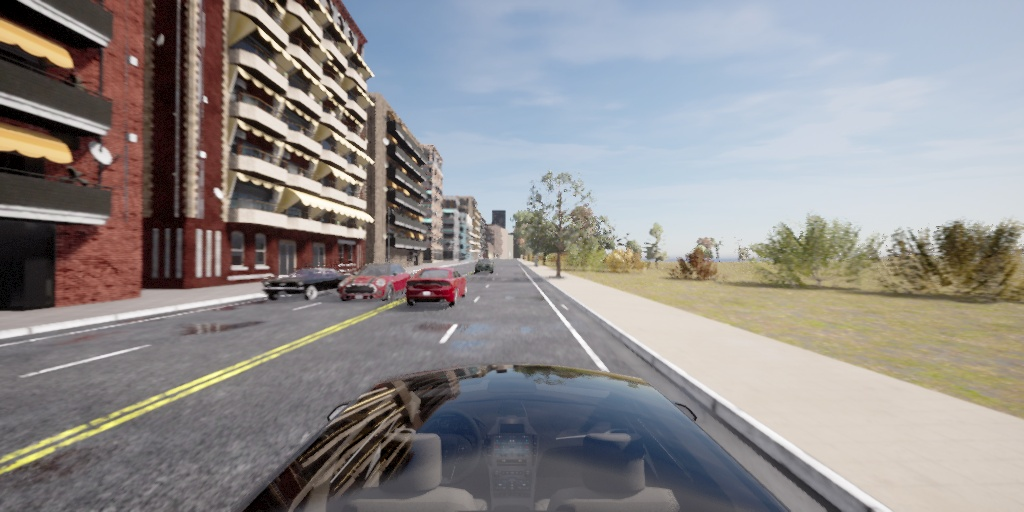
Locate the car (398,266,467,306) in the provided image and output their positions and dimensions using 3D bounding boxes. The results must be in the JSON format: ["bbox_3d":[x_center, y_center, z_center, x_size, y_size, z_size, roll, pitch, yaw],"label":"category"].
[{"bbox_3d":[-3.149,1.228,15.690,1.882,1.535,5.008,0,0,0],"label":"car"}]

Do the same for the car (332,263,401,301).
[{"bbox_3d":[-6.498,1.155,17.481,2.097,1.767,4.553,0,0,0],"label":"car"}]

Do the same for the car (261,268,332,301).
[{"bbox_3d":[-9.748,1.264,17.422,1.895,1.301,4.718,0,0,0],"label":"car"}]

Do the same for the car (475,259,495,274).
[{"bbox_3d":[-3.148,1.102,42.059,2.097,1.767,4.553,0,0,0],"label":"car"}]
